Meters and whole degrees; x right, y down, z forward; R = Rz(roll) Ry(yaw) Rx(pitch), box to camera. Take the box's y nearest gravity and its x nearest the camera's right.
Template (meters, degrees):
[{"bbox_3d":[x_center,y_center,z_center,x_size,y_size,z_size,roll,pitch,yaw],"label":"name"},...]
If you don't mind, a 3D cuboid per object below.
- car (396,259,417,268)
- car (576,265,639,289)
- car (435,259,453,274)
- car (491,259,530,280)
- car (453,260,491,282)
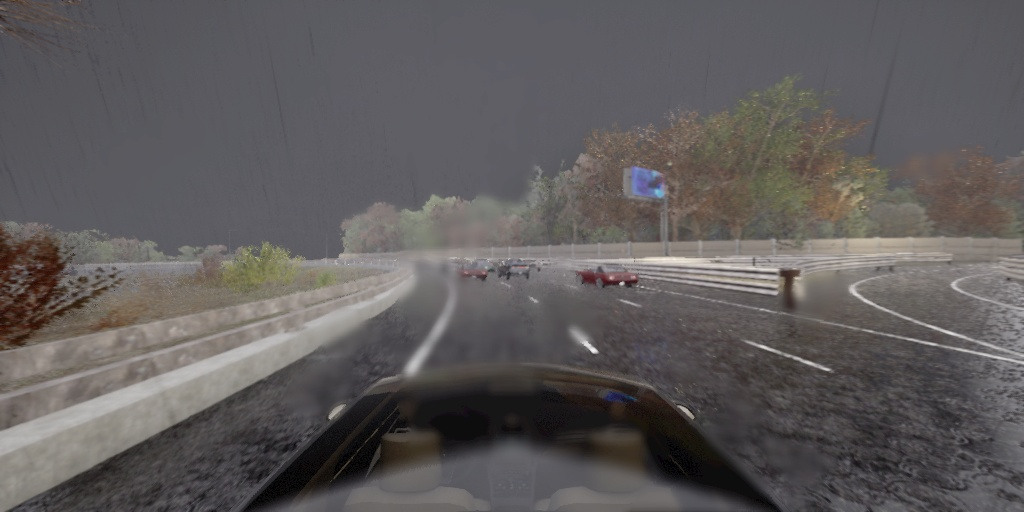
[{"bbox_3d":[-18.545,1.246,62.047,1.812,1.442,4.674,-1,0,-35],"label":"car"},{"bbox_3d":[5.362,1.154,20.937,1.895,1.301,4.718,-1,0,-10],"label":"car"},{"bbox_3d":[-6.551,1.145,38.671,2.128,1.511,4.902,-1,0,-21],"label":"car"},{"bbox_3d":[0.056,1.085,29.443,2.128,1.511,4.902,-1,0,-14],"label":"car"},{"bbox_3d":[-3.199,1.257,28.045,1.895,1.301,4.718,-1,0,-14],"label":"car"}]
